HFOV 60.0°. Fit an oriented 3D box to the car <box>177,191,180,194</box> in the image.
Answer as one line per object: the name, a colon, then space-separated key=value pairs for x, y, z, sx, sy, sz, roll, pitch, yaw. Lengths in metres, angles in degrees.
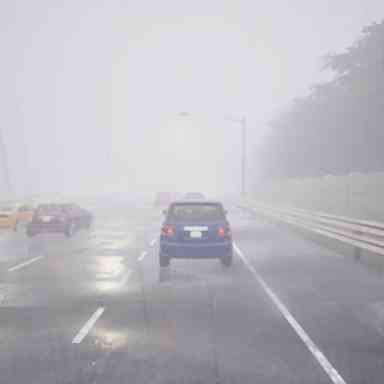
car: x=-3.045 y=0.617 z=70.545 sx=2.097 sy=1.767 sz=4.553 roll=0 pitch=1 yaw=0

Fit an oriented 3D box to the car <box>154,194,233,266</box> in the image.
car: x=0.114 y=1.219 z=11.638 sx=2.150 sy=2.045 sz=5.566 roll=0 pitch=0 yaw=0

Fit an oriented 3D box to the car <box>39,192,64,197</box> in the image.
car: x=-20.750 y=0.782 z=50.183 sx=1.812 sy=1.442 sz=4.674 roll=0 pitch=1 yaw=1

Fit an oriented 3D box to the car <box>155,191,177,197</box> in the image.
car: x=-3.335 y=0.887 z=40.827 sx=2.150 sy=2.045 sz=5.566 roll=0 pitch=1 yaw=0

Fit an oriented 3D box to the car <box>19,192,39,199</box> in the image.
car: x=-24.250 y=0.679 z=50.218 sx=1.812 sy=1.442 sz=4.674 roll=0 pitch=1 yaw=1

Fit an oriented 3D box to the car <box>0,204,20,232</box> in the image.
car: x=-10.360 y=1.420 z=19.586 sx=1.882 sy=1.535 sz=5.008 roll=0 pitch=1 yaw=0

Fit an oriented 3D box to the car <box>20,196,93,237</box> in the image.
car: x=-6.867 y=1.311 z=17.820 sx=2.097 sy=1.767 sz=4.553 roll=0 pitch=0 yaw=0

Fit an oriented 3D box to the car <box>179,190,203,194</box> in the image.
car: x=0.202 y=1.010 z=31.868 sx=2.150 sy=2.045 sz=5.566 roll=0 pitch=1 yaw=0
